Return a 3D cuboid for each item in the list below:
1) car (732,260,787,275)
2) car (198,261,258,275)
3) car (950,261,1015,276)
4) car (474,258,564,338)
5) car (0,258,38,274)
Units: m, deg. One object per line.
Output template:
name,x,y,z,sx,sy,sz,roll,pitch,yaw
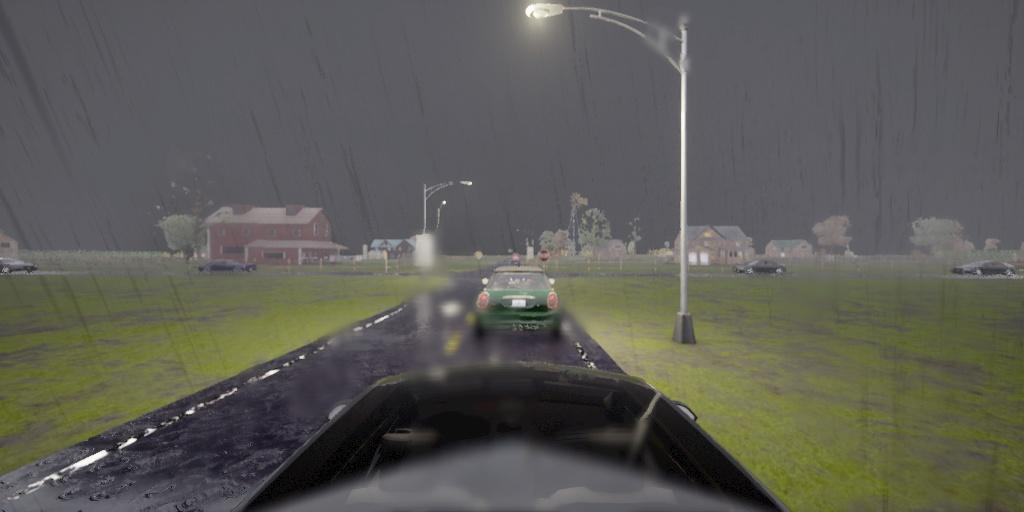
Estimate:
car,25.358,1.163,36.810,4.892,1.490,1.837,0,0,1
car,-27.471,1.116,34.852,4.718,1.301,1.895,0,0,1
car,47.588,1.268,36.314,4.892,1.490,1.837,1,0,1
car,0.185,1.062,10.187,2.097,1.767,4.553,0,0,1
car,-49.994,0.971,35.360,4.892,1.490,1.837,0,0,1
